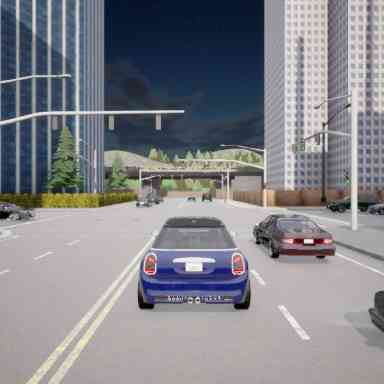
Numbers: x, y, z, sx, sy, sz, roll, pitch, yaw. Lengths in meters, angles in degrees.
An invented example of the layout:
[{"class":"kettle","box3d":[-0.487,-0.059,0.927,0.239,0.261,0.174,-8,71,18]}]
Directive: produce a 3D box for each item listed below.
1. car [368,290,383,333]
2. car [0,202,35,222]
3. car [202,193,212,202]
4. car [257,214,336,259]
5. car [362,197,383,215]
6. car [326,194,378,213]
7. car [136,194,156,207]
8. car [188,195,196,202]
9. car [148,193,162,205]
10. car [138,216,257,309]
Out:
[{"class":"car","box3d":[3.599,1.547,2.580,2.033,1.411,5.357,0,0,0]},{"class":"car","box3d":[-14.686,1.491,25.558,4.902,1.511,2.128,0,0,-1]},{"class":"car","box3d":[3.435,1.202,77.740,2.150,2.045,5.566,0,0,0]},{"class":"car","box3d":[3.599,1.547,12.648,2.033,1.411,5.357,0,0,1]},{"class":"car","box3d":[19.992,1.526,33.099,4.674,1.442,1.812,0,0,0]},{"class":"car","box3d":[17.813,1.221,36.631,5.566,2.045,2.150,0,0,0]},{"class":"car","box3d":[-7.137,1.491,49.786,2.128,1.511,4.902,0,0,0]},{"class":"car","box3d":[-0.065,1.501,77.708,1.812,1.442,4.674,0,0,0]},{"class":"car","box3d":[-7.122,1.222,59.654,2.150,2.045,5.566,0,0,0]},{"class":"car","box3d":[0.053,1.352,8.018,2.097,1.767,4.553,0,0,0]}]
